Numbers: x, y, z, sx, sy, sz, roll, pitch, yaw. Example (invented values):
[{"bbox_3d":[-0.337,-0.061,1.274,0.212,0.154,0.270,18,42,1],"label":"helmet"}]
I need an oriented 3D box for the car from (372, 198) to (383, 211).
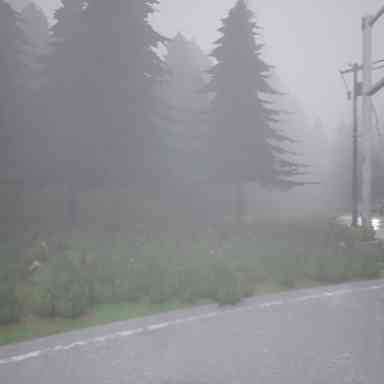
[{"bbox_3d":[17.434,1.366,31.397,2.128,1.511,4.902,0,0,42],"label":"car"}]
